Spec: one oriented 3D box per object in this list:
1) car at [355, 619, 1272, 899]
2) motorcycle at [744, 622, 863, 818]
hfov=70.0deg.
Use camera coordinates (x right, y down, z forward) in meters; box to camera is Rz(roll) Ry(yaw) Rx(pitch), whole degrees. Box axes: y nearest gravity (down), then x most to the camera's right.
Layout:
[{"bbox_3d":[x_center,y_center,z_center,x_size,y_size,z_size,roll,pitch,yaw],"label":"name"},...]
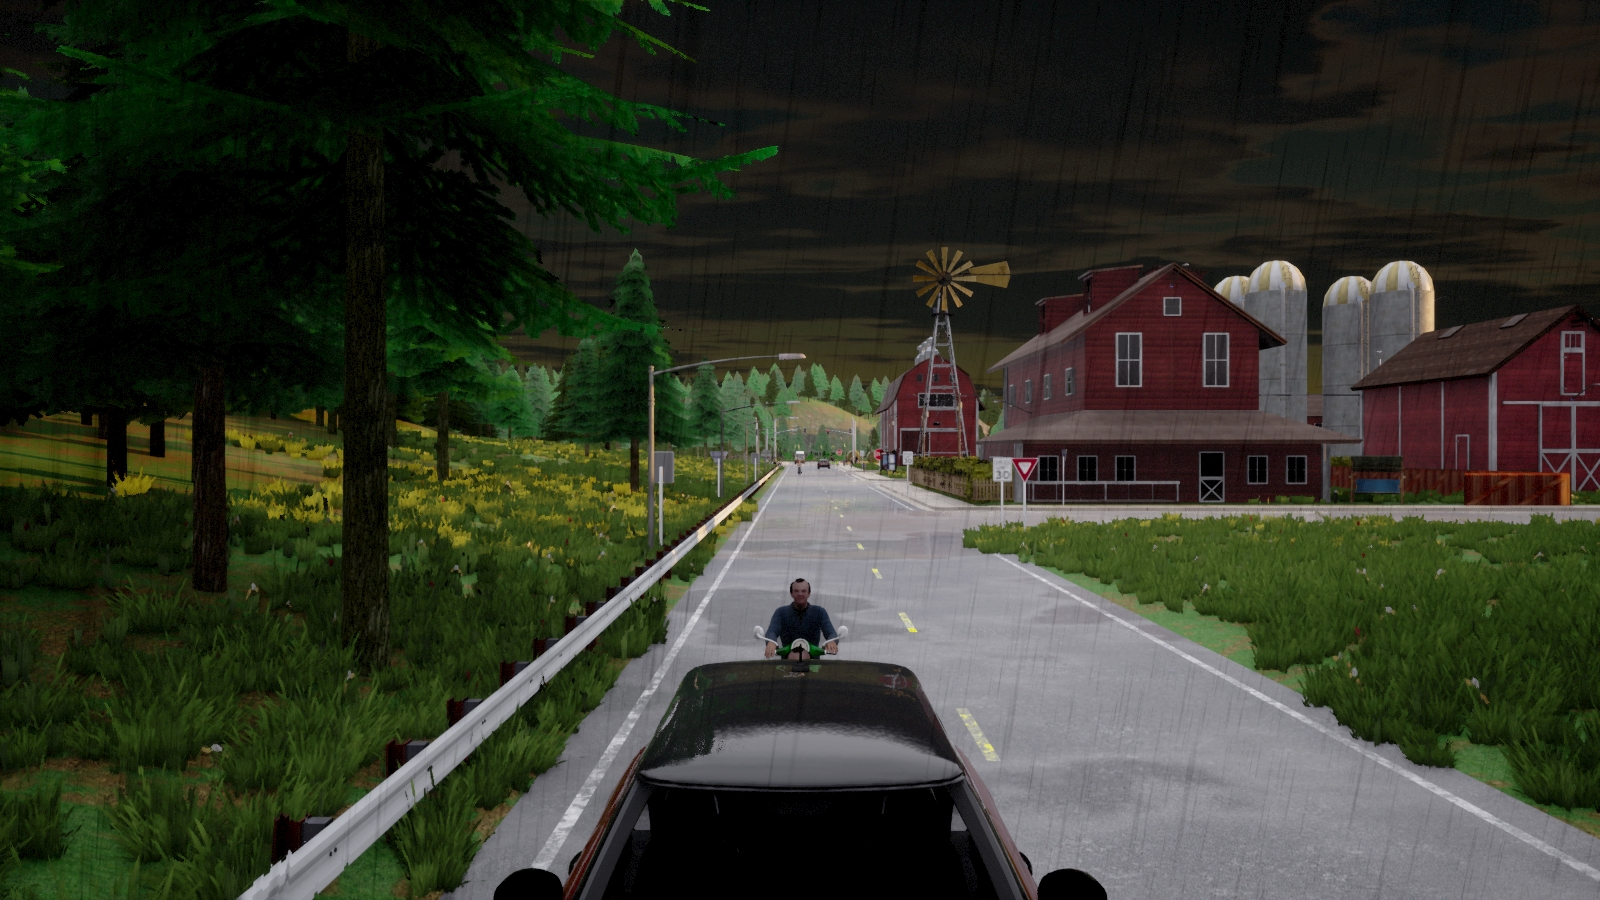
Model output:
[{"bbox_3d":[0.032,1.899,4.503,2.097,1.767,4.553,0,0,0],"label":"car"},{"bbox_3d":[0.025,2.229,9.842,0.867,1.251,2.209,-2,-3,0],"label":"motorcycle"}]
